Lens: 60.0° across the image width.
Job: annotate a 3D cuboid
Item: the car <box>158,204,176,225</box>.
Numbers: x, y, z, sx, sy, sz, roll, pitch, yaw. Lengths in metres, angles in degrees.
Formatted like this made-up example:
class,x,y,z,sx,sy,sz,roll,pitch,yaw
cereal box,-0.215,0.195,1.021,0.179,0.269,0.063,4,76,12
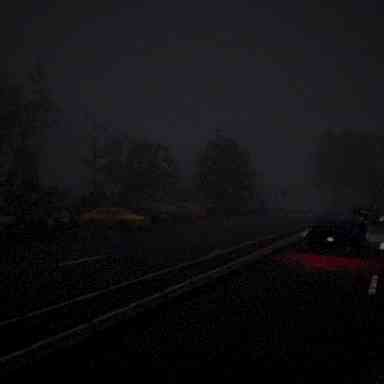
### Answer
class,x,y,z,sx,sy,sz,roll,pitch,yaw
car,-3.984,1.760,25.152,4.792,1.488,2.163,0,-1,31

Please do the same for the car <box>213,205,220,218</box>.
class,x,y,z,sx,sy,sz,roll,pitch,yaw
car,0.358,1.756,32.177,4.892,1.521,2.231,0,0,31

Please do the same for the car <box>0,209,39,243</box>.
class,x,y,z,sx,sy,sz,roll,pitch,yaw
car,-9.712,1.689,15.731,4.674,1.452,2.002,0,-1,31

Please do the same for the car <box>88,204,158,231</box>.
class,x,y,z,sx,sy,sz,roll,pitch,yaw
car,-5.242,1.711,22.686,5.366,1.575,1.946,0,-1,31

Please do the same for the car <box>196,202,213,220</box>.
class,x,y,z,sx,sy,sz,roll,pitch,yaw
car,-1.081,1.749,29.828,5.008,1.535,2.097,0,0,31

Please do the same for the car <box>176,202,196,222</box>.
class,x,y,z,sx,sy,sz,roll,pitch,yaw
car,-2.529,1.741,27.486,4.892,1.521,2.231,0,0,31

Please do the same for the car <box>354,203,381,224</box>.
class,x,y,z,sx,sy,sz,roll,pitch,yaw
car,13.702,1.649,26.337,1.837,1.490,4.892,0,0,33

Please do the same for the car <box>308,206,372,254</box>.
class,x,y,z,sx,sy,sz,roll,pitch,yaw
car,6.461,1.611,14.488,1.882,1.535,5.008,0,0,32

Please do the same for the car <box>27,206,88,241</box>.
class,x,y,z,sx,sy,sz,roll,pitch,yaw
car,-8.246,1.552,18.073,4.553,1.767,2.185,0,-1,31
